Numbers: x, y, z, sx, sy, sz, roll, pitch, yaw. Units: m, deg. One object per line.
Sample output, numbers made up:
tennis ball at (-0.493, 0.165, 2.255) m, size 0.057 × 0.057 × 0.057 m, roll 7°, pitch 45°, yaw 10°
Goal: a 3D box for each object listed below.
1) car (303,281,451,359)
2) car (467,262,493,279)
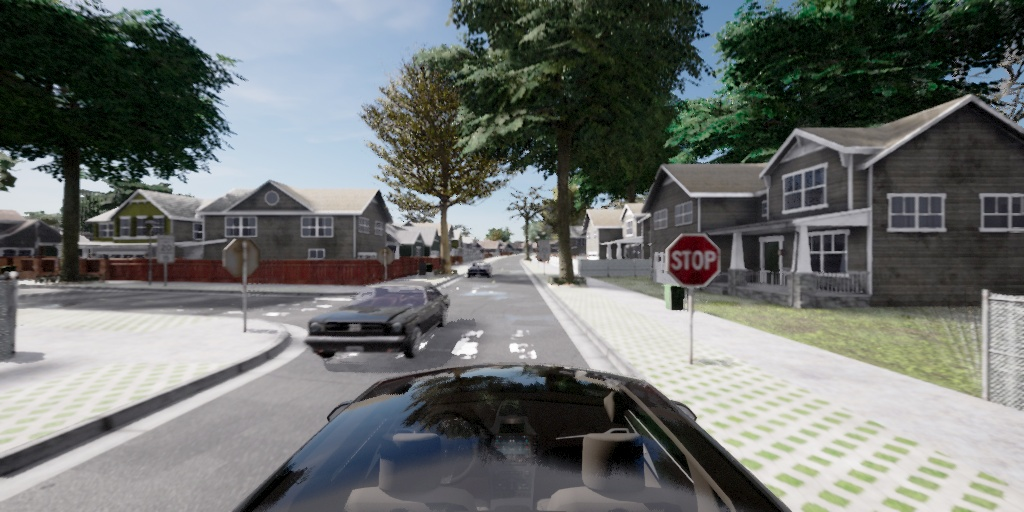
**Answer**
car at (-2.738, 1.315, 8.456) m, size 1.895 × 1.301 × 4.718 m, roll 0°, pitch 0°, yaw 0°
car at (-2.665, 1.171, 30.439) m, size 1.895 × 1.301 × 4.718 m, roll 0°, pitch 0°, yaw 0°
